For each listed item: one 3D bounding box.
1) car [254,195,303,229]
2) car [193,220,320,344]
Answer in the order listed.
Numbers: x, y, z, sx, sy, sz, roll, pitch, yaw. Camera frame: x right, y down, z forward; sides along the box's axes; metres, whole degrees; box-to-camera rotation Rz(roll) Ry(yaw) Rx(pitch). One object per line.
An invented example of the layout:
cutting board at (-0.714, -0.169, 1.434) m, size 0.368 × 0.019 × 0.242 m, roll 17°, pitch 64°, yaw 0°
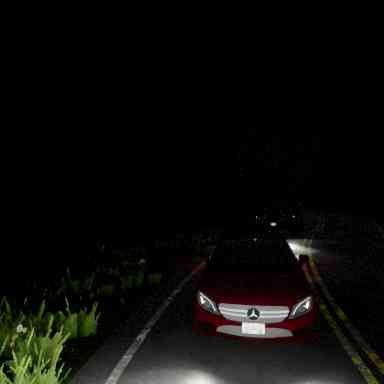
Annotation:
car at (4.999, 1.214, 18.833) m, size 2.150 × 2.045 × 5.566 m, roll -2°, pitch -1°, yaw 22°
car at (1.229, 1.534, 6.661) m, size 1.812 × 1.442 × 4.674 m, roll -1°, pitch 0°, yaw 11°
